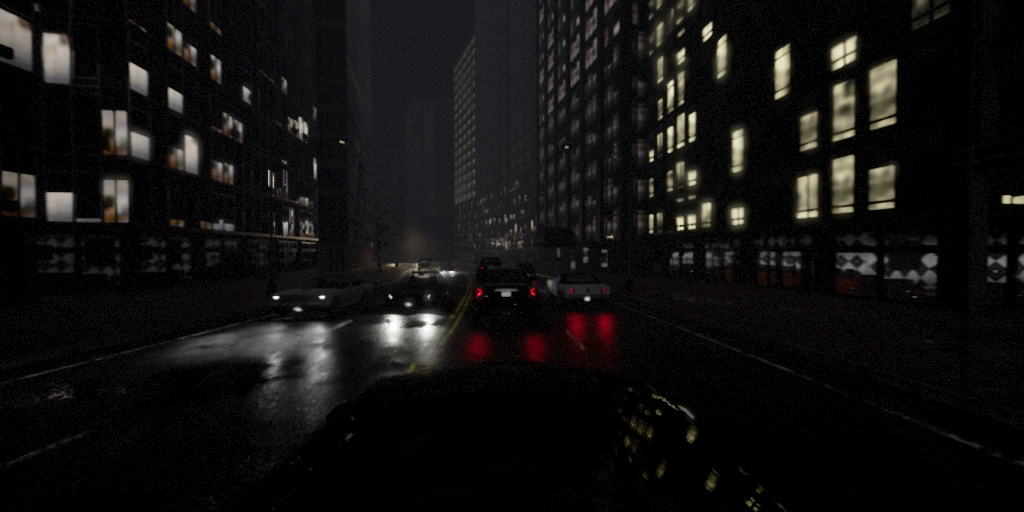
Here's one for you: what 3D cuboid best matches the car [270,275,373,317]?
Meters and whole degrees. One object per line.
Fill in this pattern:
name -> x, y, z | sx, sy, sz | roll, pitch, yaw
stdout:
car -> -6.998, 1.421, 13.721 | 1.895, 1.301, 4.718 | 0, 0, -3

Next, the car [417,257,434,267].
car -> -13.321, 1.223, 55.307 | 2.150, 2.045, 5.566 | 0, 0, -13

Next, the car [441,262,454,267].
car -> -9.960, 1.582, 55.219 | 1.895, 1.301, 4.718 | 0, 0, -13

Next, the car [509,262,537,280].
car -> 0.980, 1.363, 33.697 | 1.837, 1.490, 4.892 | 0, 0, -8

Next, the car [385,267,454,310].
car -> -3.837, 1.364, 15.442 | 2.033, 1.411, 5.357 | 0, 0, -4

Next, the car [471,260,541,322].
car -> -0.261, 1.146, 12.638 | 2.097, 1.767, 4.553 | 0, 0, -2

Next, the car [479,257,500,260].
car -> -2.119, 1.091, 32.514 | 2.150, 2.045, 5.566 | 0, 0, -8

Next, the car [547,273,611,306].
car -> 2.808, 1.398, 16.252 | 1.895, 1.301, 4.718 | 0, 0, -4
